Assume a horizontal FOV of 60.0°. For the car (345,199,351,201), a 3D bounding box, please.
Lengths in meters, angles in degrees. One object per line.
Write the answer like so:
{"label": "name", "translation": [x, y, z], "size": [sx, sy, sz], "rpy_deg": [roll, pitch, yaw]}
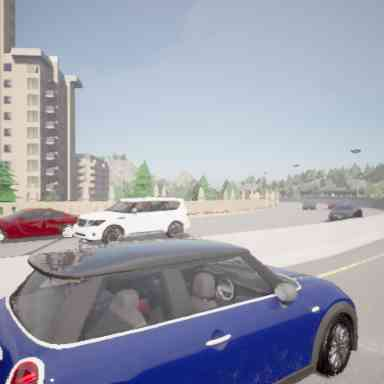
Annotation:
{"label": "car", "translation": [29.391, 2.077, 63.579], "size": [1.882, 1.535, 5.008], "rpy_deg": [0, -1, 12]}

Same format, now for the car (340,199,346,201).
{"label": "car", "translation": [21.493, 2.052, 49.871], "size": [1.895, 1.301, 4.718], "rpy_deg": [0, -1, 21]}

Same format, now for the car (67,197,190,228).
{"label": "car", "translation": [-2.589, 1.280, 15.645], "size": [5.566, 2.045, 2.150], "rpy_deg": [1, 0, -41]}

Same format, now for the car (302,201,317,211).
{"label": "car", "translation": [17.385, 1.980, 49.024], "size": [2.033, 1.411, 5.357], "rpy_deg": [0, -1, 23]}

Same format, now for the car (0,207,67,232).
{"label": "car", "translation": [-7.692, 1.510, 15.972], "size": [5.008, 1.535, 1.882], "rpy_deg": [1, 0, -39]}

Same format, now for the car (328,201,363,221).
{"label": "car", "translation": [12.365, 1.713, 26.644], "size": [1.837, 1.490, 4.892], "rpy_deg": [0, 0, 37]}

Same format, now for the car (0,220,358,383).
{"label": "car", "translation": [0.058, 1.368, 4.034], "size": [4.553, 1.767, 2.097], "rpy_deg": [0, 0, -37]}
